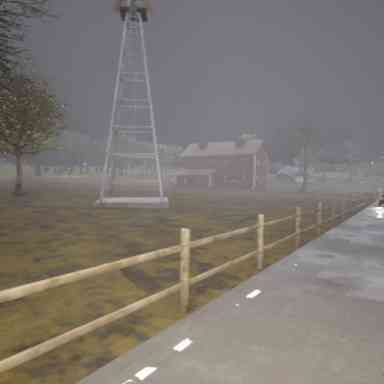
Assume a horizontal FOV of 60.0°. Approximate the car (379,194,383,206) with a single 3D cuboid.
[{"bbox_3d":[22.583,0.933,38.126,1.895,1.301,4.718,2,2,32],"label":"car"}]
